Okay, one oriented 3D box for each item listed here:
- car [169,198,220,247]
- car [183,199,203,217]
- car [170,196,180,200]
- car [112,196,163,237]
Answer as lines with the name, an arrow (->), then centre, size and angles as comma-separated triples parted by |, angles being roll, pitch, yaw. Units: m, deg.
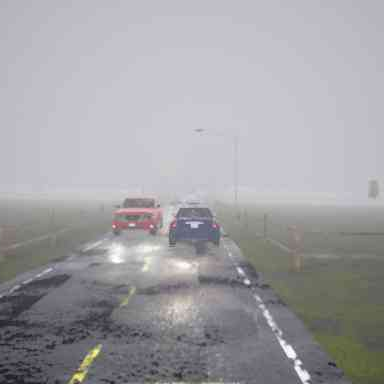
car -> 0.100, 1.355, 15.223 | 2.097, 1.767, 4.553 | 0, 0, 0
car -> 0.095, 1.514, 32.992 | 1.837, 1.490, 4.892 | 0, 0, 0
car -> -2.798, 1.503, 57.771 | 1.882, 1.535, 5.008 | 0, 0, 1
car -> -2.848, 1.229, 18.578 | 2.150, 2.045, 5.566 | 0, 0, 0
